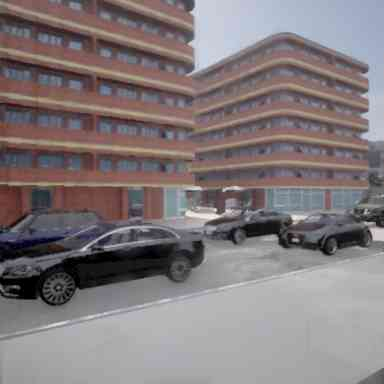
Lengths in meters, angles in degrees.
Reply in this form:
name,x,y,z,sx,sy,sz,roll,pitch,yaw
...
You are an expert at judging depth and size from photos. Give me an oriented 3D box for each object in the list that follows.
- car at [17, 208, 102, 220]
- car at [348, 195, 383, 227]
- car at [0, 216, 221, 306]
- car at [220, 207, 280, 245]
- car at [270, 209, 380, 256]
name,x,y,z,sx,sy,sz,roll,pitch,yaw
car,-4.721,1.352,10.433,4.553,1.767,2.097,0,0,-35
car,12.860,1.218,22.813,5.566,2.045,2.150,0,0,-35
car,-1.916,1.491,8.127,4.902,1.511,2.128,0,0,-35
car,2.753,1.491,15.696,4.902,1.511,2.128,0,0,-35
car,5.364,1.563,13.271,4.181,1.385,1.994,0,0,-37
